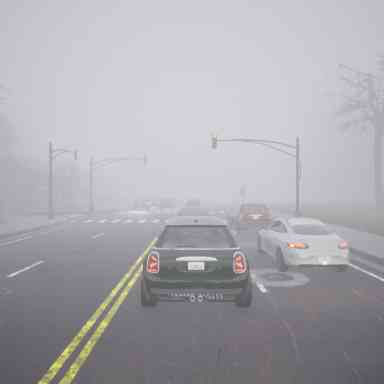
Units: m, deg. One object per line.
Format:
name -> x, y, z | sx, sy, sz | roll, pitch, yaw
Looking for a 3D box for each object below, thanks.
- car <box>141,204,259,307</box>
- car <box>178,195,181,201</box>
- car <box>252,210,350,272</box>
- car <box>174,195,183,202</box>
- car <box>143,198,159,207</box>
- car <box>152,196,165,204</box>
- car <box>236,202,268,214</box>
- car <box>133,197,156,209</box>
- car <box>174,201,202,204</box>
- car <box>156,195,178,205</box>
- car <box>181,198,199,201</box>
car -> 0.090, 1.352, 8.122 | 2.097, 1.767, 4.553 | 0, 0, 0
car -> -3.253, 1.475, 53.157 | 2.128, 1.511, 4.902 | 0, 0, 0
car -> 3.351, 1.526, 10.674 | 1.812, 1.442, 4.674 | 0, 0, 0
car -> -3.120, 1.458, 76.431 | 1.837, 1.490, 4.892 | 0, 0, 0
car -> -6.497, 1.585, 53.288 | 1.895, 1.301, 4.718 | 0, 0, 0
car -> -6.427, 1.522, 64.627 | 2.033, 1.411, 5.357 | 0, 0, 1
car -> 3.342, 1.352, 19.468 | 2.097, 1.767, 4.553 | 0, 0, 0
car -> -6.531, 1.483, 44.018 | 2.128, 1.511, 4.902 | 0, 0, 1
car -> 0.071, 1.478, 17.387 | 1.882, 1.535, 5.008 | 0, 0, 0
car -> -3.273, 1.497, 43.854 | 1.837, 1.490, 4.892 | 0, 0, 0
car -> 0.175, 1.485, 41.759 | 2.128, 1.511, 4.902 | 0, 0, 2
